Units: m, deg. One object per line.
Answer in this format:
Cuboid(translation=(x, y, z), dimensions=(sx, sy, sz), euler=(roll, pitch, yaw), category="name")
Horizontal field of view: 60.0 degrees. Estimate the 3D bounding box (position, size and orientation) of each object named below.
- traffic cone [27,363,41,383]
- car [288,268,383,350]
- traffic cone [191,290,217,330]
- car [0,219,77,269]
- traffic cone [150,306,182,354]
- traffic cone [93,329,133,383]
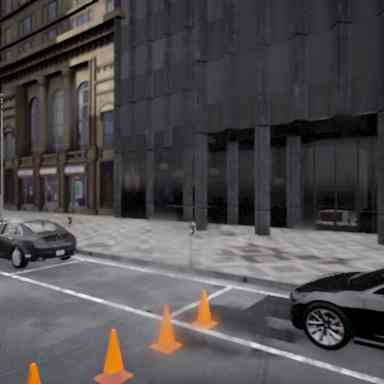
Cuboid(translation=(-1.537, 1.961, 3.225), dimensions=(0.340, 0.580, 0.340), euler=(0, 0, 36), category="traffic cone")
Cuboid(translation=(3.557, 1.566, 4.549), dimensions=(4.313, 1.339, 1.947), euler=(0, 0, 36), category="car")
Cuboid(translation=(0.206, 1.962, 5.667), dimensions=(0.340, 0.580, 0.340), euler=(0, 0, 36), category="traffic cone")
Cuboid(translation=(-5.685, 1.572, 11.144), dimensions=(4.403, 1.369, 2.008), euler=(0, 0, 36), category="car")
Cuboid(translation=(-0.375, 1.961, 4.853), dimensions=(0.340, 0.580, 0.340), euler=(0, 0, 36), category="traffic cone")
Cuboid(translation=(-0.956, 1.961, 4.039), dimensions=(0.340, 0.580, 0.340), euler=(0, 0, 36), category="traffic cone")
